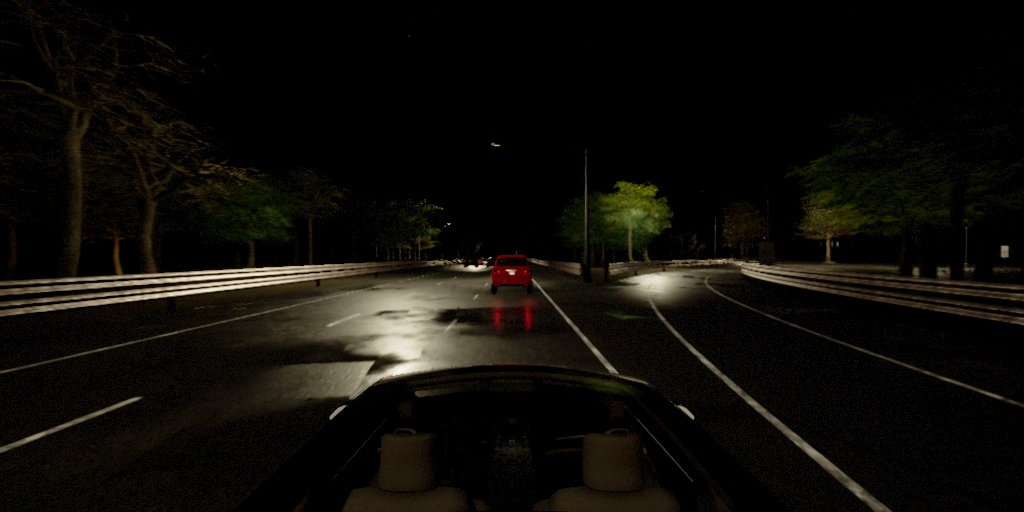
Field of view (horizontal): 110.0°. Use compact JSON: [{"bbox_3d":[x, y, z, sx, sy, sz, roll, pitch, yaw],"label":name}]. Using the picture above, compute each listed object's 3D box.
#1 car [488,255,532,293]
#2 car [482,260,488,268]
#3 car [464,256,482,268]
[{"bbox_3d":[-0.005,0.972,21.124,2.150,2.045,5.566,0,0,0],"label":"car"},{"bbox_3d":[-3.519,1.368,62.212,2.033,1.411,5.357,0,0,0],"label":"car"},{"bbox_3d":[-7.019,1.042,62.243,2.150,2.045,5.566,0,0,0],"label":"car"}]
